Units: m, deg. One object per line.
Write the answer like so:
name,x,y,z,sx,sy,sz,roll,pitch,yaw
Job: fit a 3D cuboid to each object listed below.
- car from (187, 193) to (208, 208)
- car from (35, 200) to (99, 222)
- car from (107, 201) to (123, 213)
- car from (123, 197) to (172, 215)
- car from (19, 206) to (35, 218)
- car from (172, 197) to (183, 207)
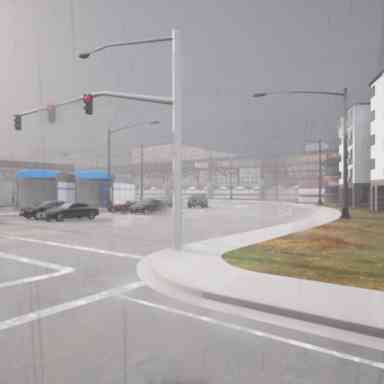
car,0.881,1.209,46.996,2.150,2.045,5.566,0,0,12
car,-9.590,1.515,26.544,1.812,1.442,4.674,0,0,36
car,-7.067,1.588,36.378,1.895,1.301,4.718,0,0,30
car,-4.435,1.494,34.067,1.837,1.490,4.892,0,0,30
car,-12.299,1.492,28.770,1.837,1.490,4.892,0,0,36
car,-2.676,1.491,47.233,1.837,1.490,4.892,0,0,13
